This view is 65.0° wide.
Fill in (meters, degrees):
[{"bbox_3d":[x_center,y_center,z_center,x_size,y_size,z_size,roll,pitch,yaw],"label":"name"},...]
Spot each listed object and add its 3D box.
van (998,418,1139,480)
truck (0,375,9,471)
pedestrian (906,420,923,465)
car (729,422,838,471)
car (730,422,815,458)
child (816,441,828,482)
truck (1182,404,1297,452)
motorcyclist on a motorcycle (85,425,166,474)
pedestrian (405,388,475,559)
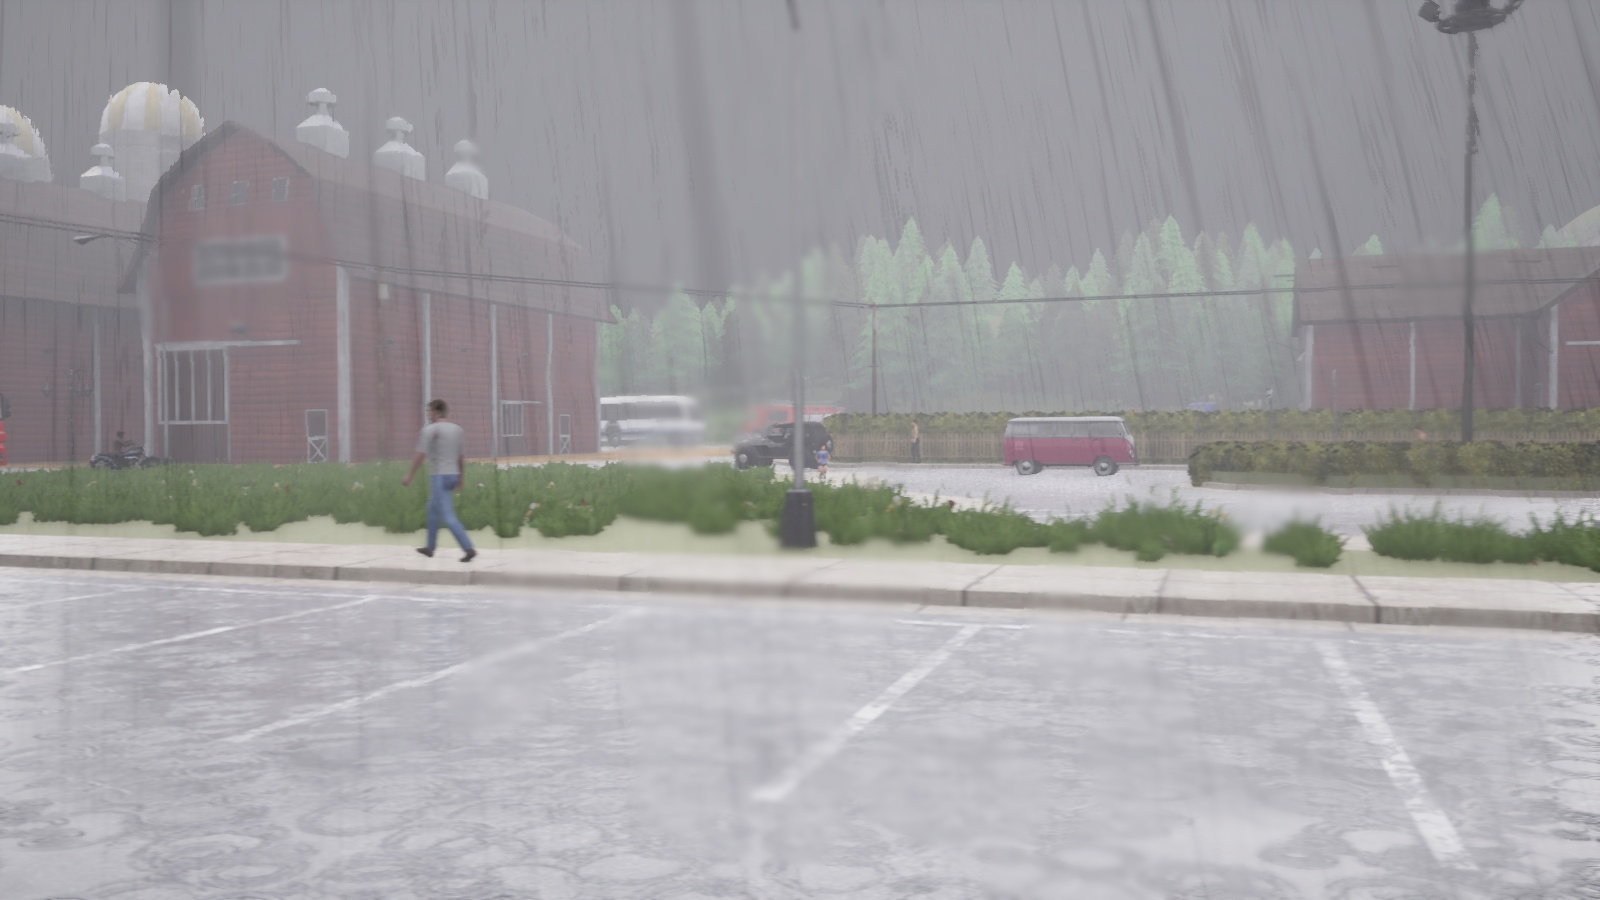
[{"bbox_3d":[9.051,-0.064,42.324,4.442,1.987,1.775,1,1,19],"label":"van"},{"bbox_3d":[-32.655,-1.036,47.127,7.936,3.462,2.891,1,2,41],"label":"truck"},{"bbox_3d":[4.715,-0.327,51.639,0.594,1.836,0.345,1,1,21],"label":"pedestrian"},{"bbox_3d":[-0.645,-0.176,49.626,3.866,1.878,1.905,1,1,25],"label":"car"},{"bbox_3d":[-1.418,-0.561,66.497,1.932,1.855,4.605,1,1,41],"label":"car"},{"bbox_3d":[0.594,0.308,34.704,0.255,1.110,0.394,0,1,-10],"label":"child"},{"bbox_3d":[32.698,-1.669,93.502,7.936,3.462,2.891,1,1,20],"label":"truck"},{"bbox_3d":[-23.416,-0.030,43.644,0.766,1.649,2.350,1,1,43],"label":"motorcyclist on a motorcycle"},{"bbox_3d":[-3.957,0.246,13.800,0.706,1.836,0.354,1,1,30],"label":"pedestrian"}]
